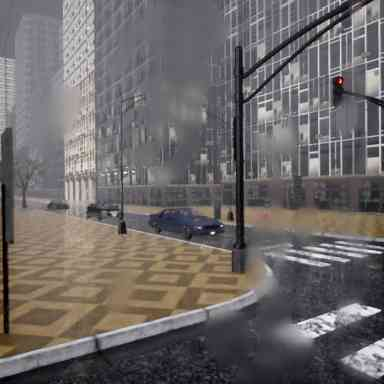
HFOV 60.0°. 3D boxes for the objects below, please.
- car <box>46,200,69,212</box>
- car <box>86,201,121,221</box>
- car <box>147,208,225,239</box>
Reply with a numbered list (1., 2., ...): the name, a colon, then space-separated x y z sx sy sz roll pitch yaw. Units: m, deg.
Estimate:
1. car: -16.710 1.646 41.351 1.994 1.385 4.181 -1 0 -35
2. car: -7.479 1.555 28.105 2.128 1.511 4.902 -1 0 -35
3. car: -0.530 1.595 18.185 2.033 1.411 5.357 -1 0 -35
